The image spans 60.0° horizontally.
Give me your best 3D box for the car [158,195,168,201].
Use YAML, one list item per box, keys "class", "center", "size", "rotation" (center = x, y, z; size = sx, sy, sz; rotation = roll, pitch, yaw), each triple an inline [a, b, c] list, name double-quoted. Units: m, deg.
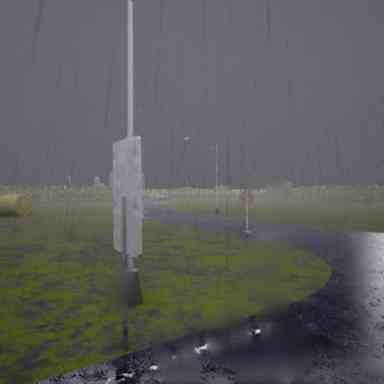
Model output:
- class: "car"
  center: [-8.280, 1.650, 93.784]
  size: [1.812, 1.442, 4.674]
  rotation: [0, 0, 0]
